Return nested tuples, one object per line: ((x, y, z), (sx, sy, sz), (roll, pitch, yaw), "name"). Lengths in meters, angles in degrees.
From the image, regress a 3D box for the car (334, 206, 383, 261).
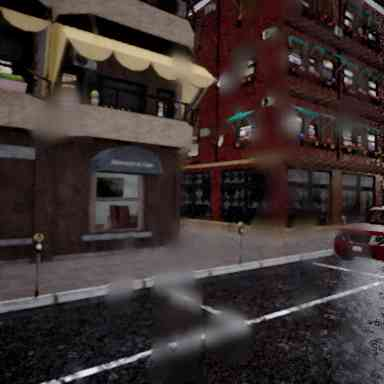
((7.094, 1.434, 11.599), (5.009, 1.841, 2.192), (1, 0, -35), "car")
